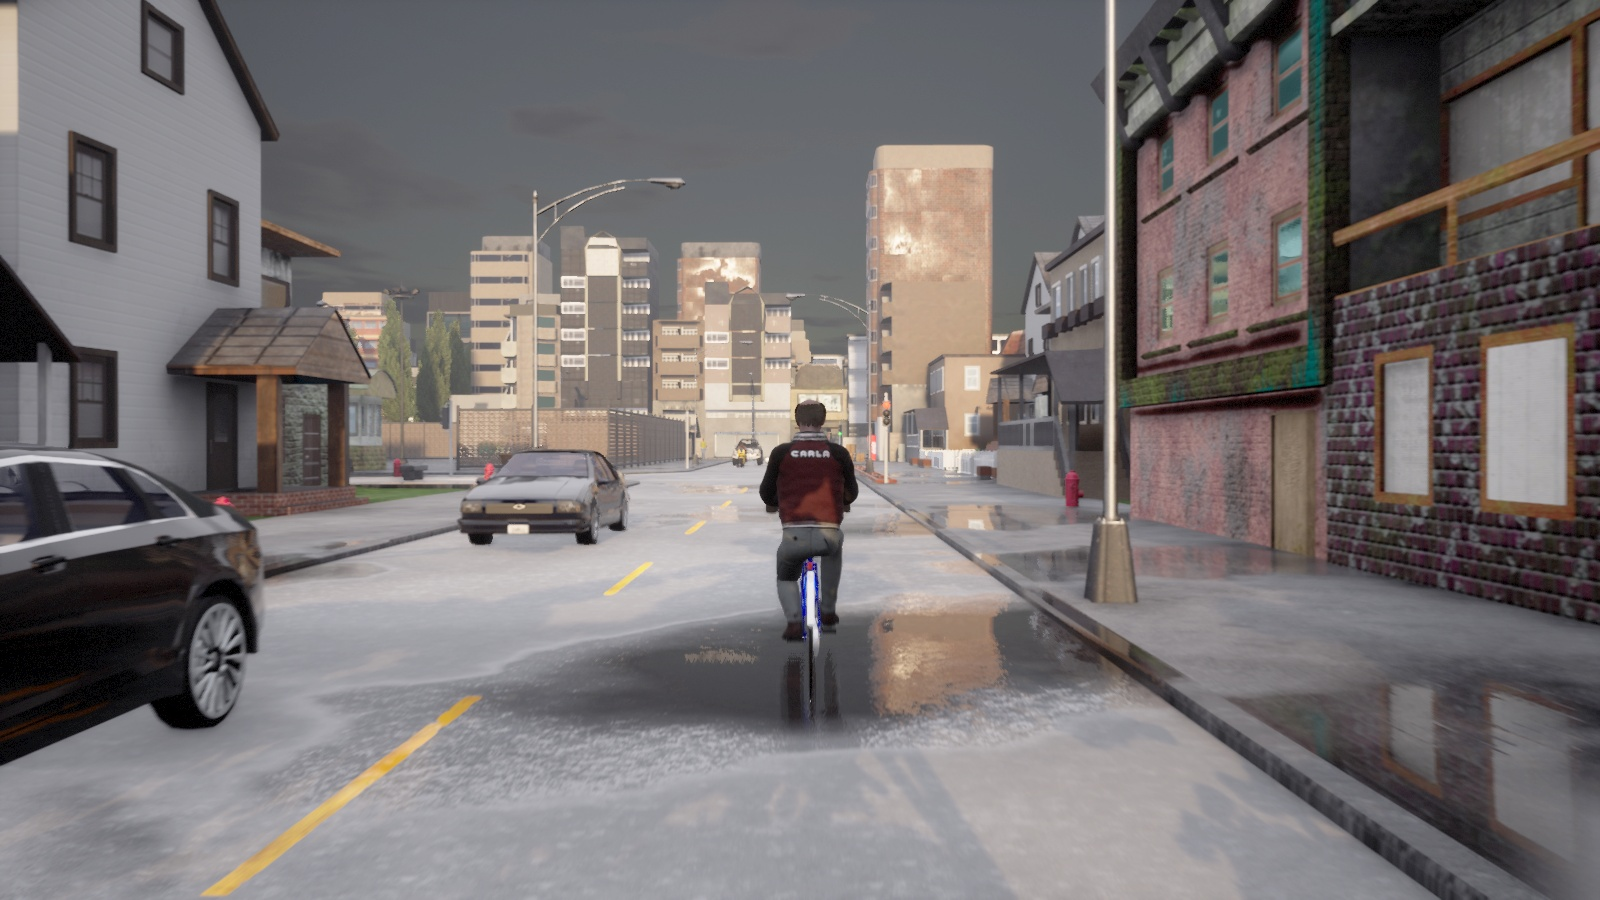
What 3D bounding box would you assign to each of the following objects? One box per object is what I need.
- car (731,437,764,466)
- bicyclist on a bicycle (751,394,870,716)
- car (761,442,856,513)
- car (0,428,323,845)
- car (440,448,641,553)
[{"bbox_3d":[-3.494,0.082,84.379,1.932,1.855,4.605,0,1,1],"label":"car"},{"bbox_3d":[0.063,0.573,7.865,0.659,1.776,1.843,0,1,0],"label":"bicyclist on a bicycle"},{"bbox_3d":[0.177,0.554,28.058,1.970,1.475,3.806,0,0,0],"label":"car"},{"bbox_3d":[-3.955,0.669,5.118,2.128,1.511,4.902,0,0,0],"label":"car"},{"bbox_3d":[-3.871,0.679,19.795,2.033,1.411,5.357,0,0,0],"label":"car"}]
